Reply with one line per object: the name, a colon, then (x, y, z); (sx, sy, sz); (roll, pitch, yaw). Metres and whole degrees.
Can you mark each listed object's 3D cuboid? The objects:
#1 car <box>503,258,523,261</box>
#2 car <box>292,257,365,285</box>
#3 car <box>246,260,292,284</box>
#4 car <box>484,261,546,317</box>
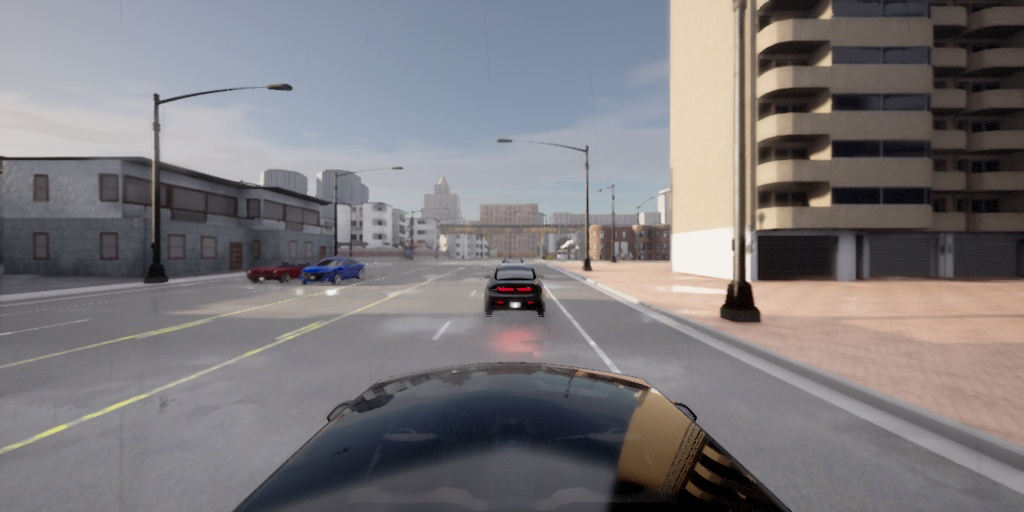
car: (0.083, 0.769, 28.521); (1.895, 1.301, 4.718); (0, 1, 0)
car: (-10.578, 0.821, 21.528); (1.882, 1.535, 5.008); (0, 1, 0)
car: (-14.073, 0.924, 22.372); (1.895, 1.301, 4.718); (0, 1, 0)
car: (0.094, 1.073, 12.375); (1.837, 1.490, 4.892); (0, 1, 0)
